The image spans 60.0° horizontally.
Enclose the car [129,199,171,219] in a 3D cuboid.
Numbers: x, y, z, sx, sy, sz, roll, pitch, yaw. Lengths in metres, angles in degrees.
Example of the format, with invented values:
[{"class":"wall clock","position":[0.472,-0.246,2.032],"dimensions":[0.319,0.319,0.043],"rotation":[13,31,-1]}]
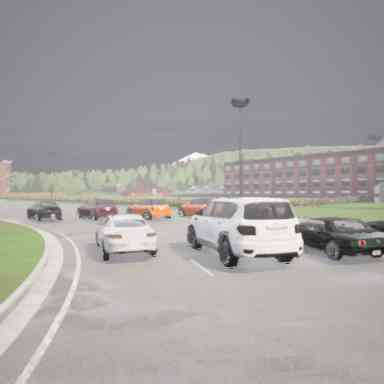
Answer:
[{"class":"car","position":[-3.713,1.357,28.055],"dimensions":[2.097,1.767,4.553],"rotation":[-1,0,-37]}]

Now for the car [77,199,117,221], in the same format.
[{"class":"car","position":[-7.920,1.392,27.738],"dimensions":[2.097,1.767,4.553],"rotation":[-1,0,-39]}]

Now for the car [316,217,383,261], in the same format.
[{"class":"car","position":[4.952,1.549,12.168],"dimensions":[1.895,1.301,4.718],"rotation":[0,0,-16]}]

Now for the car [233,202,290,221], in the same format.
[{"class":"car","position":[5.656,1.529,27.577],"dimensions":[1.895,1.301,4.718],"rotation":[0,0,-32]}]

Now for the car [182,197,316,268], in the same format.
[{"class":"car","position":[1.523,1.198,11.570],"dimensions":[2.150,2.045,5.566],"rotation":[0,0,-17]}]

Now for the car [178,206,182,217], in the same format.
[{"class":"car","position":[0.749,1.320,28.354],"dimensions":[2.097,1.767,4.553],"rotation":[-1,0,-36]}]

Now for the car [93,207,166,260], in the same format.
[{"class":"car","position":[-2.566,1.535,12.593],"dimensions":[1.812,1.442,4.674],"rotation":[0,0,-20]}]

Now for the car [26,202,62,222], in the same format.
[{"class":"car","position":[-12.335,1.582,27.655],"dimensions":[1.837,1.490,4.892],"rotation":[0,0,-40]}]
